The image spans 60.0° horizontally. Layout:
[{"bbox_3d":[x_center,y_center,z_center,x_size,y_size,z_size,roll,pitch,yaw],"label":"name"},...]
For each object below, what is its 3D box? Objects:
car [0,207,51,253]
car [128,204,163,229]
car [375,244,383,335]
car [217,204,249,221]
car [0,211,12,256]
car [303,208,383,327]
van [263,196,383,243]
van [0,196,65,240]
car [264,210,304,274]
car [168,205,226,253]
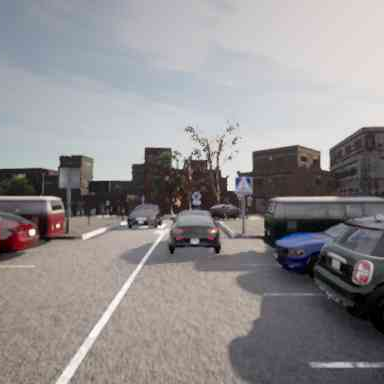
[{"bbox_3d":[-7.682,1.401,11.140,4.792,1.488,2.163,0,0,0],"label":"car"},{"bbox_3d":[-3.005,1.574,22.051,2.128,1.511,4.902,0,-2,0],"label":"car"},{"bbox_3d":[4.864,1.441,2.922,5.366,1.575,1.946,0,1,0],"label":"car"},{"bbox_3d":[3.372,1.885,31.120,1.882,1.535,5.008,-5,-6,43],"label":"car"},{"bbox_3d":[-7.652,1.384,8.308,5.008,1.535,2.097,0,1,0],"label":"car"},{"bbox_3d":[4.647,1.284,5.838,4.553,1.767,2.185,0,1,0],"label":"car"},{"bbox_3d":[4.794,1.146,11.404,4.442,1.987,1.878,0,0,0],"label":"van"},{"bbox_3d":[-7.770,1.155,13.927,4.442,1.987,1.878,0,0,0],"label":"van"},{"bbox_3d":[4.683,1.381,8.629,5.008,1.535,2.097,0,0,0],"label":"car"},{"bbox_3d":[0.095,1.424,13.040,1.812,1.442,4.674,0,0,0],"label":"car"}]
